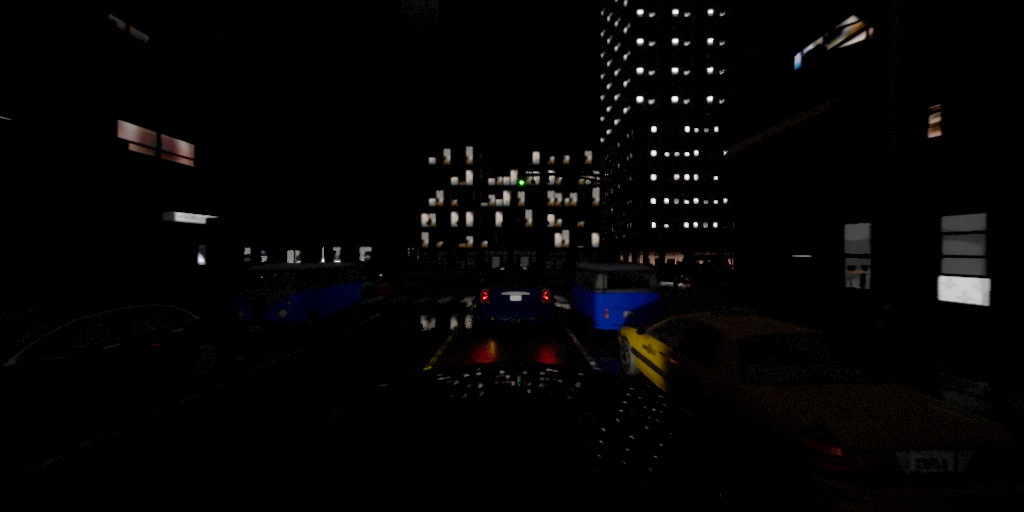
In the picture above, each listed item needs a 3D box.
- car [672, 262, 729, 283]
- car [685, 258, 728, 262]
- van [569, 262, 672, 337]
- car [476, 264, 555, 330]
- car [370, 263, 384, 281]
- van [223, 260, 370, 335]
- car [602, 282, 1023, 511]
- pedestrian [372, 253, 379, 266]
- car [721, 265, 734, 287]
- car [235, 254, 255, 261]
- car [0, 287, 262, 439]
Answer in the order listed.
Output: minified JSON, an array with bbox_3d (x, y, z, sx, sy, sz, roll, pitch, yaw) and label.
[{"bbox_3d":[14.682,1.351,26.762,4.181,1.385,1.994,0,1,0],"label":"car"},{"bbox_3d":[15.242,1.067,29.359,5.009,1.841,2.192,0,0,0],"label":"car"},{"bbox_3d":[2.692,1.082,10.025,1.690,1.789,3.998,0,0,0],"label":"van"},{"bbox_3d":[0.027,1.093,11.296,2.097,1.767,4.553,0,0,-2],"label":"car"},{"bbox_3d":[-12.124,1.158,26.840,4.892,1.490,1.837,0,-1,6],"label":"car"},{"bbox_3d":[-5.689,1.083,10.056,1.690,1.789,3.998,0,0,0],"label":"van"},{"bbox_3d":[2.690,1.272,4.593,1.751,1.417,4.829,0,0,0],"label":"car"},{"bbox_3d":[-12.384,0.614,32.459,0.375,1.860,0.375,0,1,0],"label":"pedestrian"},{"bbox_3d":[15.188,1.421,20.980,4.507,1.381,1.888,0,0,0],"label":"car"},{"bbox_3d":[-18.439,0.892,23.764,5.566,2.045,2.150,0,1,0],"label":"car"},{"bbox_3d":[-5.691,1.298,4.455,2.007,1.370,4.403,0,0,0],"label":"car"}]
